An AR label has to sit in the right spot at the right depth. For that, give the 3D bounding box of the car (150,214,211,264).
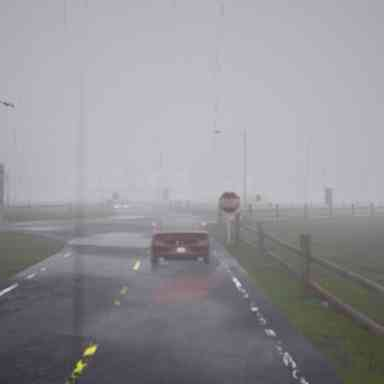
[{"bbox_3d":[-0.466,1.555,12.177,1.882,1.535,5.008,0,0,-4],"label":"car"}]

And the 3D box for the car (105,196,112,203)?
[{"bbox_3d":[-18.851,1.752,76.412,1.882,1.535,5.008,0,0,-23],"label":"car"}]

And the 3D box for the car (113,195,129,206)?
[{"bbox_3d":[-13.375,1.772,62.104,1.837,1.490,4.892,0,0,-18],"label":"car"}]
